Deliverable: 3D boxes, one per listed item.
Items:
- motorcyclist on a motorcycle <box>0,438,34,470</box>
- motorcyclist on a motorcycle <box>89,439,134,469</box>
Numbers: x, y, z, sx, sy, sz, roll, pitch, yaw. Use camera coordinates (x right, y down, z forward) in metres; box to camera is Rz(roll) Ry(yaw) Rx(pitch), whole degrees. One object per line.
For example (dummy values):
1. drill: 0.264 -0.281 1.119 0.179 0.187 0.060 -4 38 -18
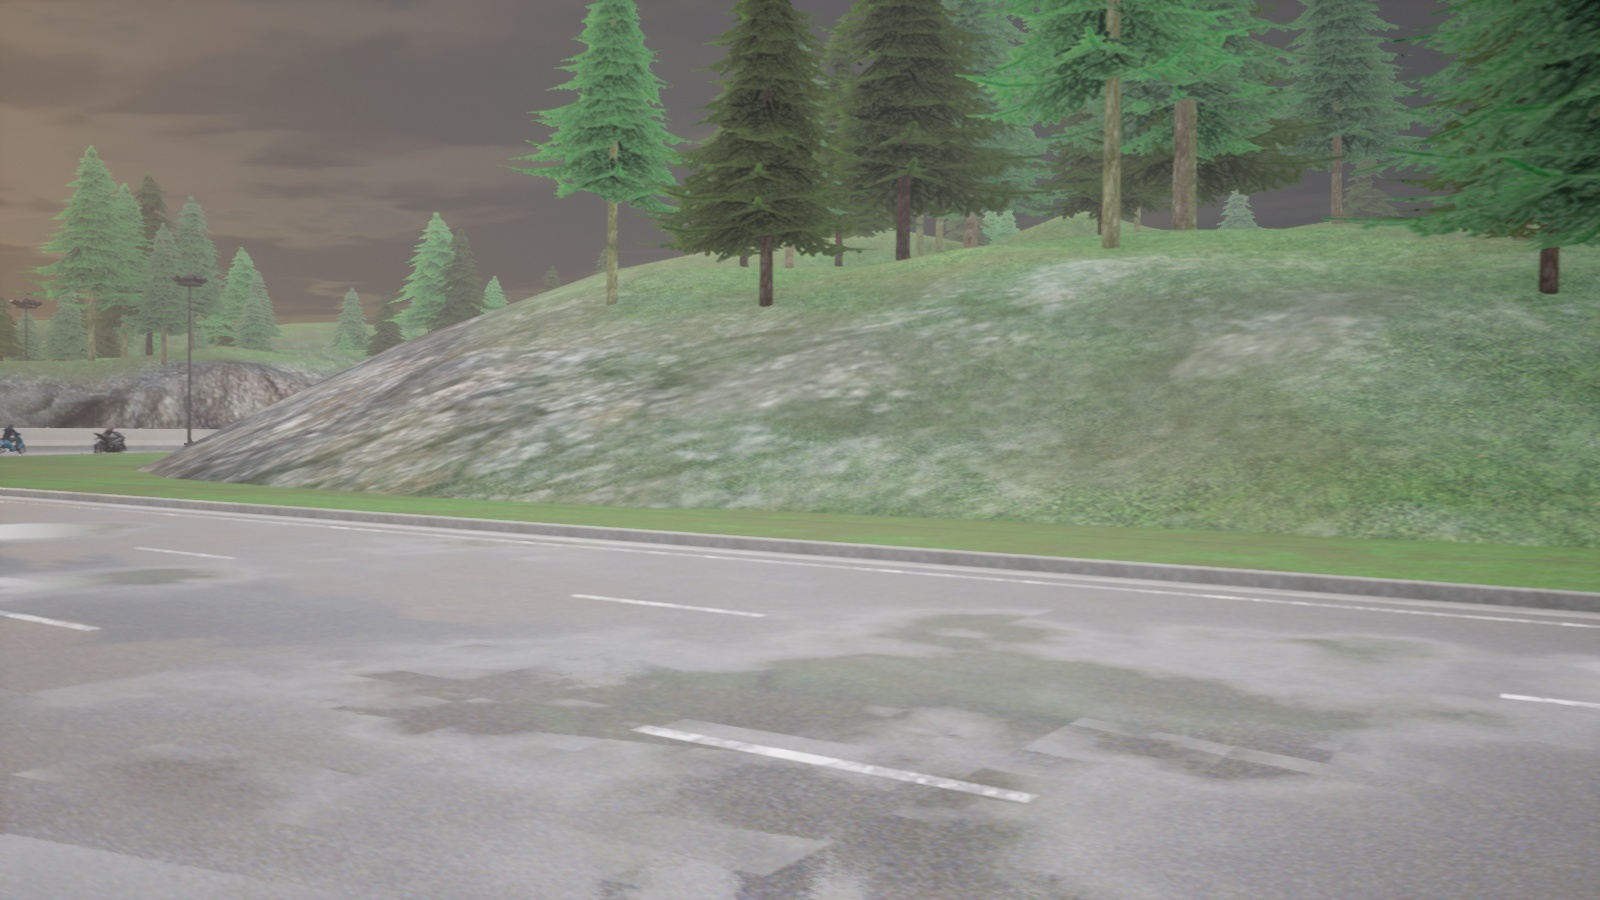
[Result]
1. motorcyclist on a motorcycle: -40.117 0.175 64.007 0.866 1.590 1.817 1 1 9
2. motorcyclist on a motorcycle: -36.244 0.192 66.144 0.866 1.530 2.191 1 1 13
